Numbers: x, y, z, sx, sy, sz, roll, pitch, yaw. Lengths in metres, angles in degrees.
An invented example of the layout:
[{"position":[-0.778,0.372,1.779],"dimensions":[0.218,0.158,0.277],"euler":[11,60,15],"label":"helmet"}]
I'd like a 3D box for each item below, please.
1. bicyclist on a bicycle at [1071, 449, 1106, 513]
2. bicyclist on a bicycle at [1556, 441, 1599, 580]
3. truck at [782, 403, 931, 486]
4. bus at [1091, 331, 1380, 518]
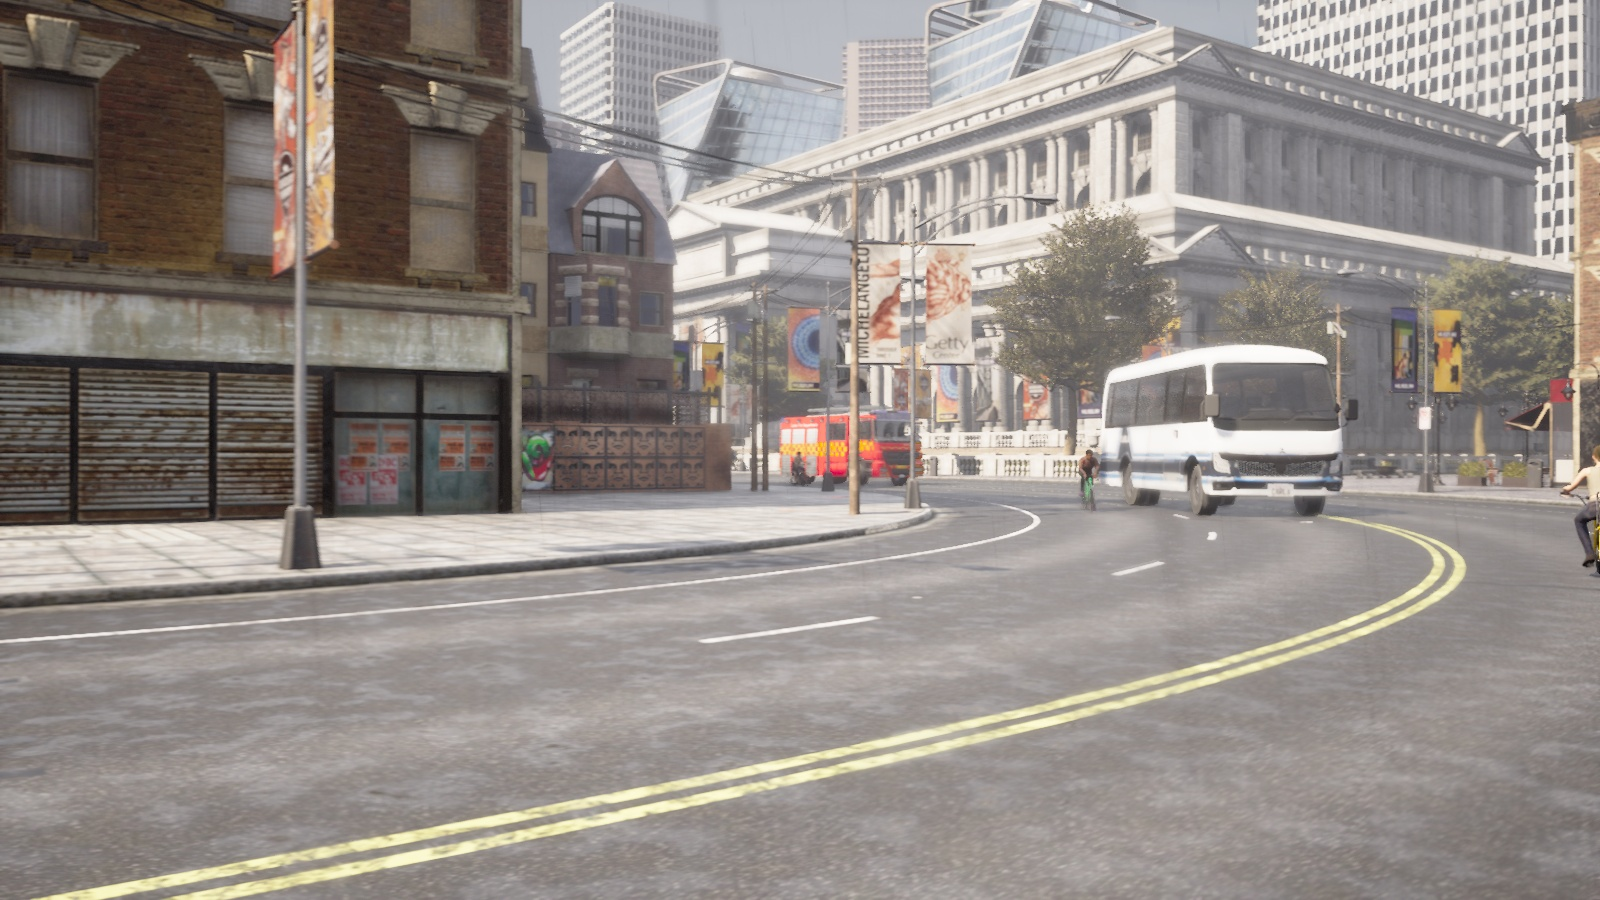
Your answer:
[{"position":[7.470,0.780,32.516],"dimensions":[0.582,1.620,1.656],"euler":[-1,0,3],"label":"bicyclist on a bicycle"},{"position":[9.736,0.704,15.267],"dimensions":[0.866,1.612,1.509],"euler":[-1,0,29],"label":"bicyclist on a bicycle"},{"position":[2.610,-0.235,61.783],"dimensions":[2.891,3.827,8.468],"euler":[0,0,-33],"label":"truck"},{"position":[11.105,-0.555,33.714],"dimensions":[3.944,4.253,10.273],"euler":[0,0,-2],"label":"bus"}]
